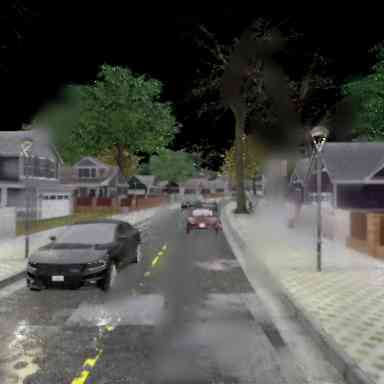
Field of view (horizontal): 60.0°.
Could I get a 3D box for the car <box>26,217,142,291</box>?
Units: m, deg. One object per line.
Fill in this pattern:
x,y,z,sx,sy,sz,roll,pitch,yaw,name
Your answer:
-2.681,1.516,9.318,1.882,1.535,5.008,0,0,2,car

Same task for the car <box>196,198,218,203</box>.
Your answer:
2.066,1.631,39.192,2.128,1.511,4.902,0,0,5,car

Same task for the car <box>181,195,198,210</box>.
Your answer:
-0.161,1.369,46.111,2.150,2.045,5.566,0,0,7,car

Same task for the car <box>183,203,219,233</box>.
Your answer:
0.658,1.617,20.081,1.812,1.442,4.674,0,0,3,car
